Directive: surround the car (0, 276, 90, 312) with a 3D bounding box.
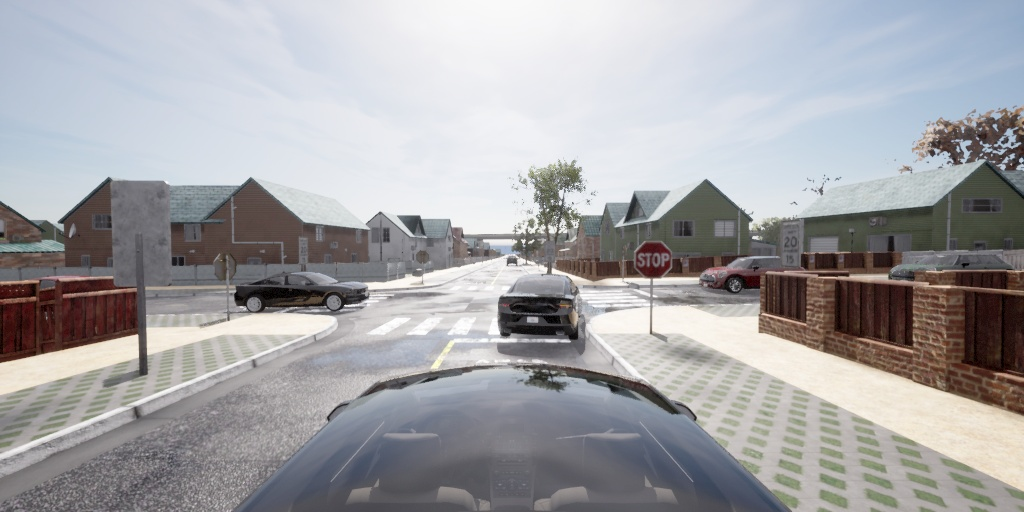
[{"bbox_3d":[-18.018,1.547,14.611,5.008,1.535,1.882,-1,2,0],"label":"car"}]

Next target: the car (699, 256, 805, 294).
[{"bbox_3d":[11.810,0.820,17.750,4.553,1.767,2.097,-1,2,0],"label":"car"}]

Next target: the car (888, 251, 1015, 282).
[{"bbox_3d":[21.705,0.645,17.819,4.553,1.767,2.097,-1,2,0],"label":"car"}]

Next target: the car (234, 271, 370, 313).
[{"bbox_3d":[-8.465,1.376,14.672,5.008,1.535,1.882,-1,2,0],"label":"car"}]

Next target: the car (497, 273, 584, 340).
[{"bbox_3d":[0.959,1.224,10.143,1.882,1.535,5.008,0,0,12],"label":"car"}]
